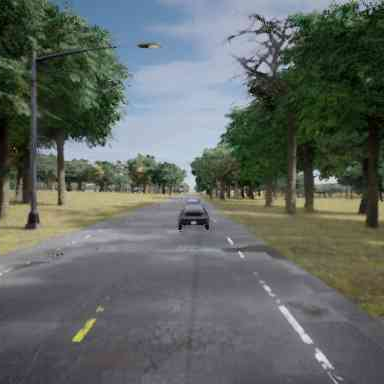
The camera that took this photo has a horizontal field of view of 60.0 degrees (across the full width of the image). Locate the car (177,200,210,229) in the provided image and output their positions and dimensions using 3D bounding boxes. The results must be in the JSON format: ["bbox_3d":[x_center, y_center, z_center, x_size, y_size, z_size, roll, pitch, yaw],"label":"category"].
[{"bbox_3d":[0.102,1.498,21.262,1.837,1.490,4.892,0,0,0],"label":"car"}]

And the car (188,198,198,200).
[{"bbox_3d":[0.093,1.494,41.462,1.812,1.442,4.674,0,0,0],"label":"car"}]
